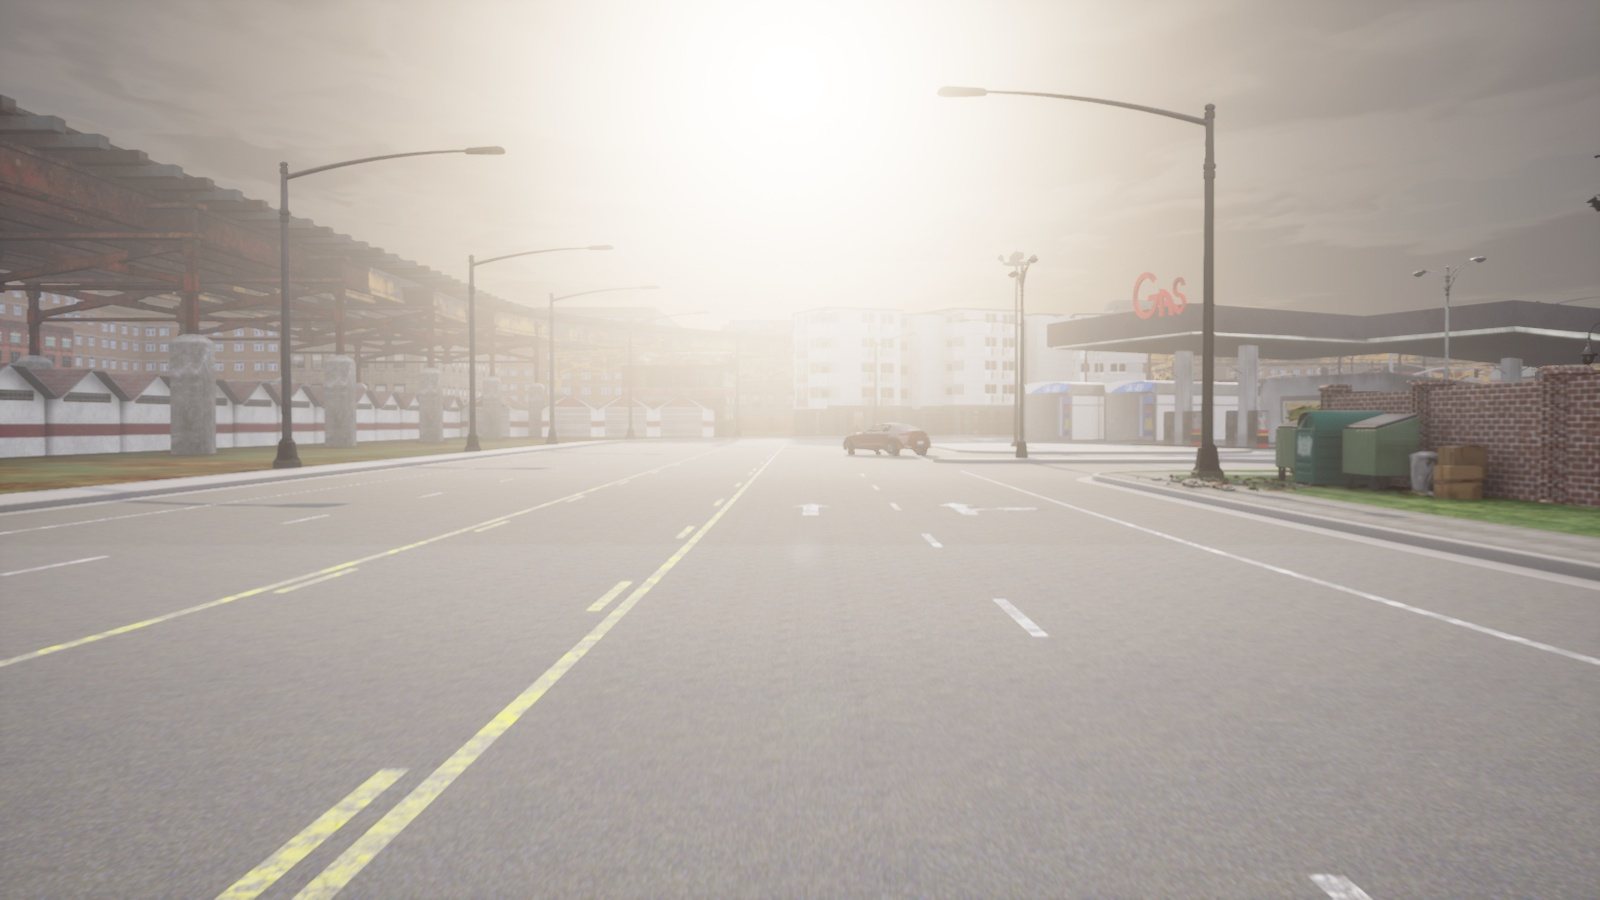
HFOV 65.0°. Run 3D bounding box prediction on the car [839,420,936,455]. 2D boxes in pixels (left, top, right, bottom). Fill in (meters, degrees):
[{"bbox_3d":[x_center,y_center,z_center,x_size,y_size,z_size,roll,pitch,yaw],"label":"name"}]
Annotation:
[{"bbox_3d":[4.352,-0.659,63.149,2.152,1.651,5.027,-1,2,-36],"label":"car"}]
